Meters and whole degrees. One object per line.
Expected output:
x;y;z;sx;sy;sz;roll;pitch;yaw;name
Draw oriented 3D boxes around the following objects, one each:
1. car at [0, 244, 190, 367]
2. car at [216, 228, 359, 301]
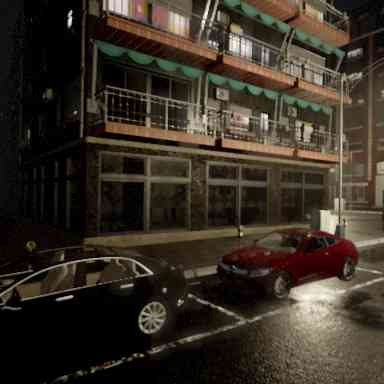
-2.087;1.552;5.014;4.403;1.369;2.008;0;1;-36;car
2.536;1.589;8.324;4.206;1.307;1.802;0;1;-36;car
